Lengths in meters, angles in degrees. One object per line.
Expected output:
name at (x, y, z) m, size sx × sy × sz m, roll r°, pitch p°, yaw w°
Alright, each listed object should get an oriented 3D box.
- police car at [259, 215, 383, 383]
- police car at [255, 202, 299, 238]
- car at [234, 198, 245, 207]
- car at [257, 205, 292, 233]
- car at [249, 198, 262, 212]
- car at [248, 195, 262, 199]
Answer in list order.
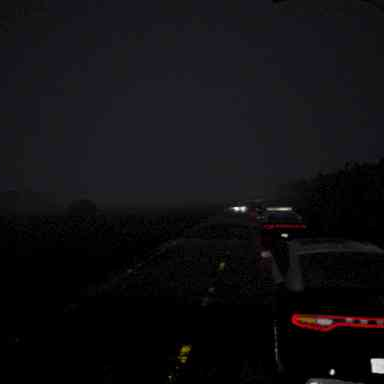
police car at (2.262, 1.432, 5.640) m, size 1.930 × 1.638 × 5.238 m, roll -2°, pitch -1°, yaw 10°
police car at (4.070, 1.493, 15.474) m, size 1.930 × 1.638 × 5.238 m, roll -2°, pitch -1°, yaw 10°
car at (8.546, 1.877, 59.585) m, size 2.128 × 1.511 × 4.902 m, roll -2°, pitch 0°, yaw 10°
car at (5.137, 1.627, 21.265) m, size 1.812 × 1.442 × 4.674 m, roll -2°, pitch -1°, yaw 10°
car at (8.354, 1.840, 43.055) m, size 1.895 × 1.301 × 4.718 m, roll -2°, pitch -1°, yaw 11°
car at (10.773, 1.520, 56.537) m, size 2.150 × 2.045 × 5.566 m, roll -2°, pitch -1°, yaw 10°
